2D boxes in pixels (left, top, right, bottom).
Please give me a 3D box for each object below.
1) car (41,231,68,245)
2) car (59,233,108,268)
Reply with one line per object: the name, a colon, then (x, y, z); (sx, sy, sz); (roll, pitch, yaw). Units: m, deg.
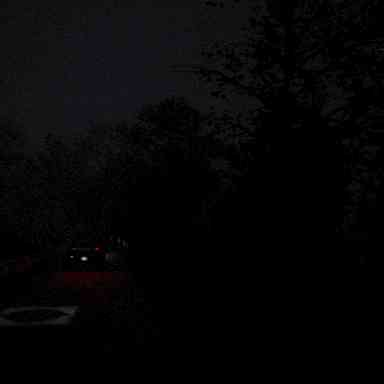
car: (-14.312, 4.838, 35.436); (4.674, 1.442, 1.812); (-4, -6, 42)
car: (-5.675, 3.166, 18.016); (2.128, 1.511, 4.902); (3, -7, -14)
